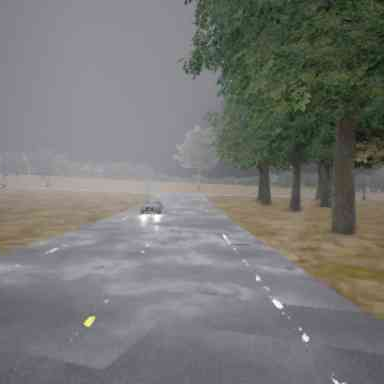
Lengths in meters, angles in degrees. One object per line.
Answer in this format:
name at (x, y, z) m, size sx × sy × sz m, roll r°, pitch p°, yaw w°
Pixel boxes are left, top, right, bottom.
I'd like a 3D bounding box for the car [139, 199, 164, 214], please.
car at (-3.838, 1.372, 32.142) m, size 1.994 × 1.385 × 4.181 m, roll 0°, pitch 1°, yaw 0°
